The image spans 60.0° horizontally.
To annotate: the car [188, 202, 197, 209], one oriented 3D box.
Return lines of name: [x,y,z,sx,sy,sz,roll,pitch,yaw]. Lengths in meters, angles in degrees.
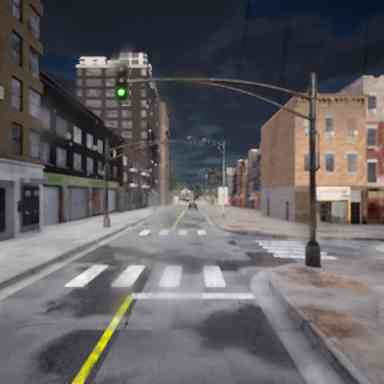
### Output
car: [0.124,2.783,68.386,1.837,1.490,4.892,0,-1,0]
